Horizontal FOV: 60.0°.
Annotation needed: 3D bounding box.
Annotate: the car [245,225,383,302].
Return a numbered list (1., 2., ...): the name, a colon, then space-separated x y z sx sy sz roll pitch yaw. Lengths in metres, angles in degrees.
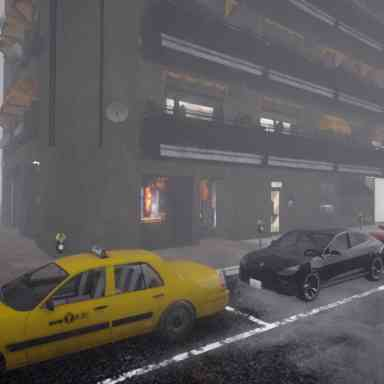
1. car: 3.125 1.567 8.297 4.313 1.339 1.947 0 1 -35

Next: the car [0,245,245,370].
1. car: -1.638 1.526 4.915 4.829 1.417 1.752 0 1 -35
